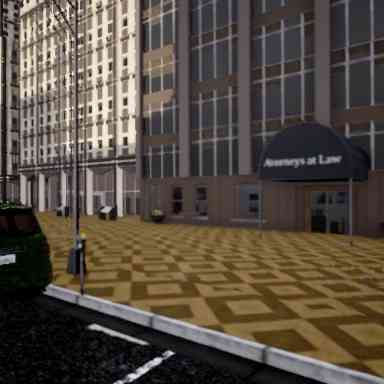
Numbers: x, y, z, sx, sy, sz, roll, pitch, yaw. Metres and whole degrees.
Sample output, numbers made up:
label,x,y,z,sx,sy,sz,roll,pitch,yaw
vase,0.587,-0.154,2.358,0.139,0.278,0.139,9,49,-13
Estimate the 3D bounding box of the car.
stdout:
label,x,y,z,sx,sy,sz,roll,pitch,yaw
car,-5.311,1.238,7.174,5.566,2.045,2.150,0,0,35
